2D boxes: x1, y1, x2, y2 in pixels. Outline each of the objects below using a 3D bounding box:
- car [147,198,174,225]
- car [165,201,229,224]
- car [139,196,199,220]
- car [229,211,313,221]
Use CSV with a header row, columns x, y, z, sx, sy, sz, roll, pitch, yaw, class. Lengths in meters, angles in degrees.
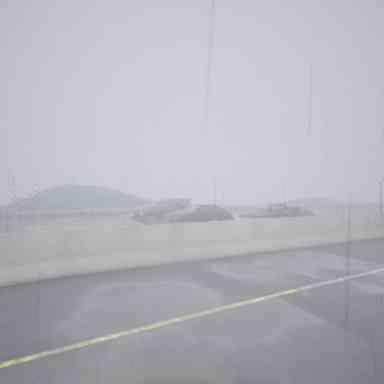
x,y,z,sx,sy,sz,roll,pitch,yaw,class
-1.948,1.430,23.450,4.902,1.511,2.128,0,0,-31,car
0.472,1.472,20.836,4.674,1.442,1.812,0,0,-31,car
-1.901,1.280,27.573,4.553,1.767,2.097,0,0,-31,car
4.926,1.443,19.435,4.902,1.511,2.128,0,0,-30,car
